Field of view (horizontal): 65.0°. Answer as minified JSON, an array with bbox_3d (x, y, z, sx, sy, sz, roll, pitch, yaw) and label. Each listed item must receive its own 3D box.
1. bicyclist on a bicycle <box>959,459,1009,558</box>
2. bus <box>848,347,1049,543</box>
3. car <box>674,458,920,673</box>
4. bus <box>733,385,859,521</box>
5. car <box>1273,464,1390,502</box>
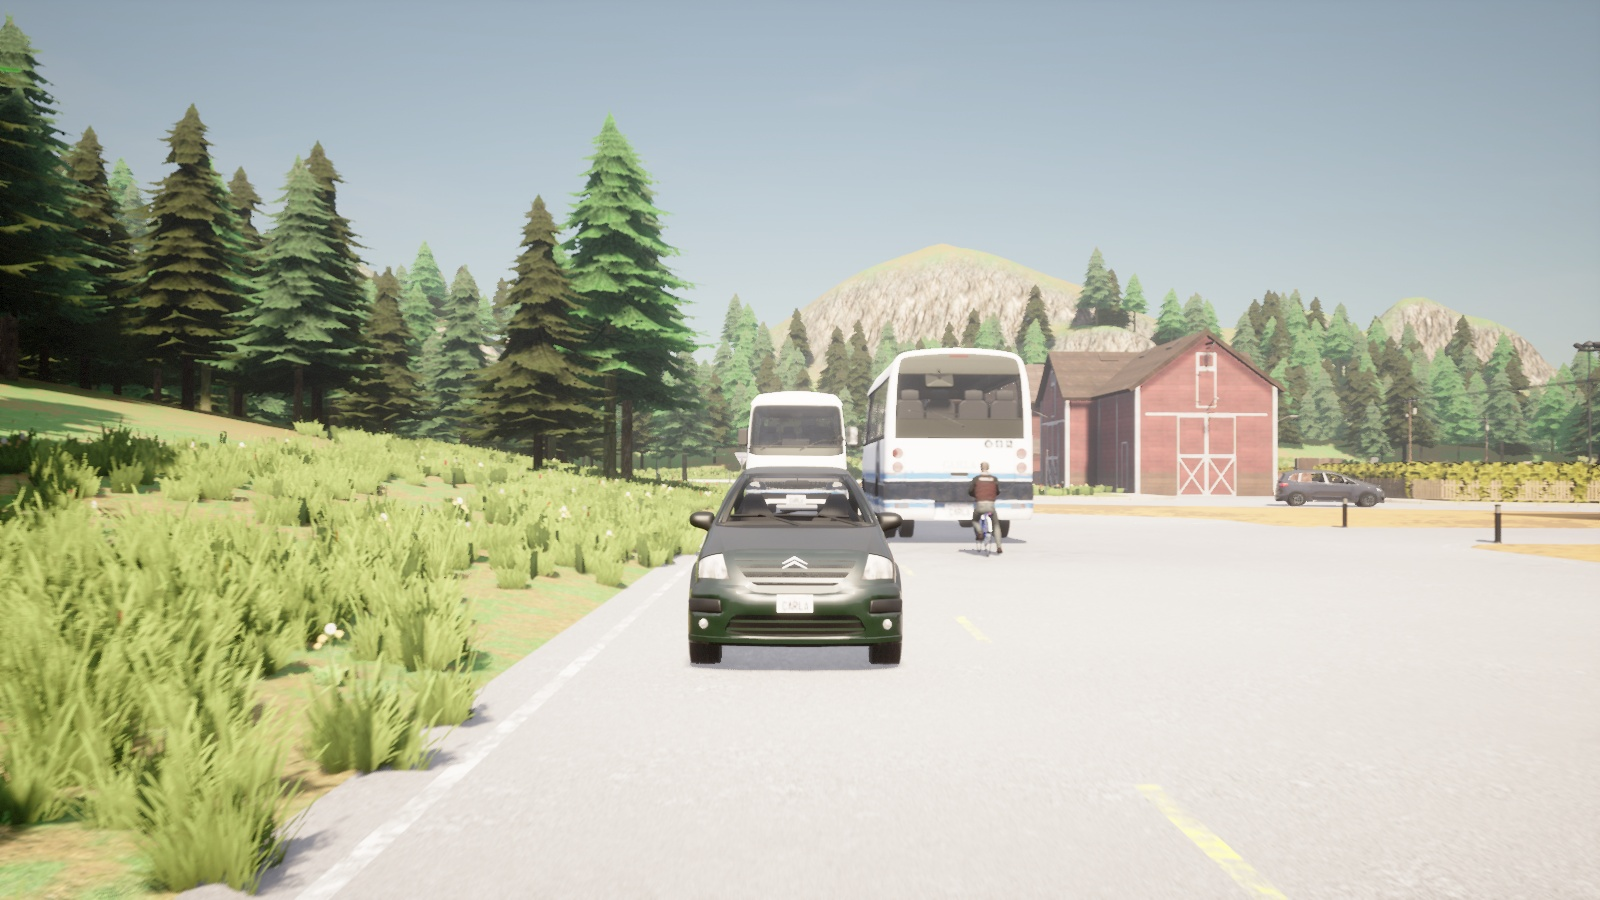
[{"bbox_3d":[3.443,1.070,23.606,0.659,1.776,1.843,0,-1,0],"label":"bicyclist on a bicycle"},{"bbox_3d":[3.417,-0.028,32.418,3.944,4.253,10.273,0,-1,0],"label":"bus"},{"bbox_3d":[-0.028,0.907,11.488,1.851,1.617,3.988,0,-1,0],"label":"car"},{"bbox_3d":[-0.113,0.191,44.596,3.944,4.253,10.273,0,-1,0],"label":"bus"},{"bbox_3d":[24.018,1.474,56.954,4.611,1.667,2.242,0,-1,16],"label":"car"}]
